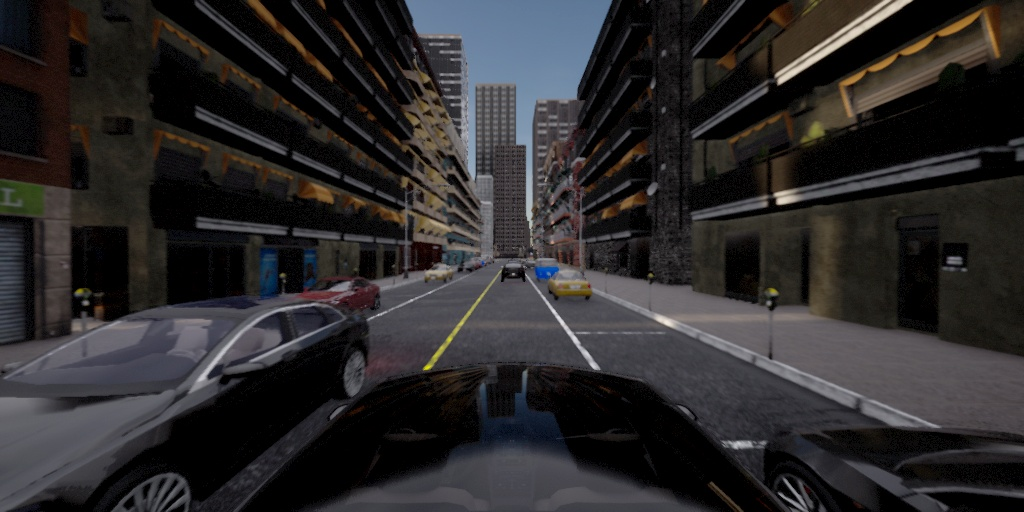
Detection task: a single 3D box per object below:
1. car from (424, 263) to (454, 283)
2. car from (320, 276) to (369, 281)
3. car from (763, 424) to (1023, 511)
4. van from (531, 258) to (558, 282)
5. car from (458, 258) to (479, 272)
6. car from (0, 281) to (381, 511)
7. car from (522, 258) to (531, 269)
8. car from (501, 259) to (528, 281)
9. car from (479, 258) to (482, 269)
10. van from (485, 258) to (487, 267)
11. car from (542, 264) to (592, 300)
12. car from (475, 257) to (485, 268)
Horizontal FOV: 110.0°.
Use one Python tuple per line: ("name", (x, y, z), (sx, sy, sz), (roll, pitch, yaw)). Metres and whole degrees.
("car", (-5.685, 1.274, 28.258), (1.751, 1.417, 4.829), (0, 0, 0))
("car", (-5.690, 1.330, 11.858), (1.802, 1.307, 4.207), (0, 0, 0))
("car", (2.688, 1.316, 0.796), (1.948, 1.339, 4.313), (0, 0, 0))
("van", (2.696, 1.089, 28.414), (1.690, 1.789, 3.998), (0, 0, 0))
("car", (-5.680, 1.316, 44.998), (1.948, 1.339, 4.313), (0, 0, 0))
("car", (-3.093, 1.239, 3.625), (2.128, 1.511, 4.902), (0, 0, 0))
("car", (2.702, 1.302, 50.506), (2.007, 1.370, 4.403), (0, 0, 0))
("car", (0.108, 1.226, 29.522), (1.882, 1.535, 5.008), (0, 0, 0))
("car", (-5.678, 1.296, 50.522), (1.888, 1.381, 4.507), (0, 0, 0))
("van", (-5.676, 1.095, 61.569), (1.690, 1.789, 3.998), (0, 0, 0))
("car", (2.693, 1.273, 17.536), (1.751, 1.417, 4.829), (0, 0, 0))
("car", (-5.677, 1.298, 56.046), (1.888, 1.381, 4.507), (0, 0, 0))
